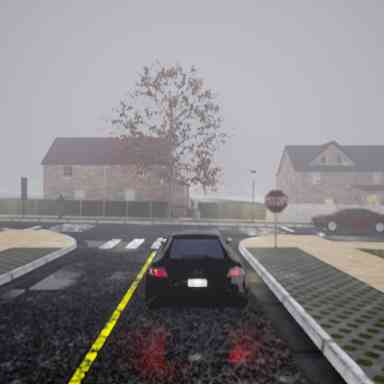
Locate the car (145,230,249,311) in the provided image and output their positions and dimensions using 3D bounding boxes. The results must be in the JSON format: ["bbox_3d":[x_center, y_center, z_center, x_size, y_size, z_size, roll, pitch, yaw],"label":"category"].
[{"bbox_3d":[0.074,1.566,7.843,1.994,1.385,4.181,0,0,-1],"label":"car"}]

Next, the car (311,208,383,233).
[{"bbox_3d":[10.414,1.773,21.884,5.008,1.535,1.882,1,0,-2],"label":"car"}]

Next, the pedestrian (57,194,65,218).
[{"bbox_3d":[-9.747,1.025,24.675,0.375,1.860,0.375,0,-2,0],"label":"pedestrian"}]
